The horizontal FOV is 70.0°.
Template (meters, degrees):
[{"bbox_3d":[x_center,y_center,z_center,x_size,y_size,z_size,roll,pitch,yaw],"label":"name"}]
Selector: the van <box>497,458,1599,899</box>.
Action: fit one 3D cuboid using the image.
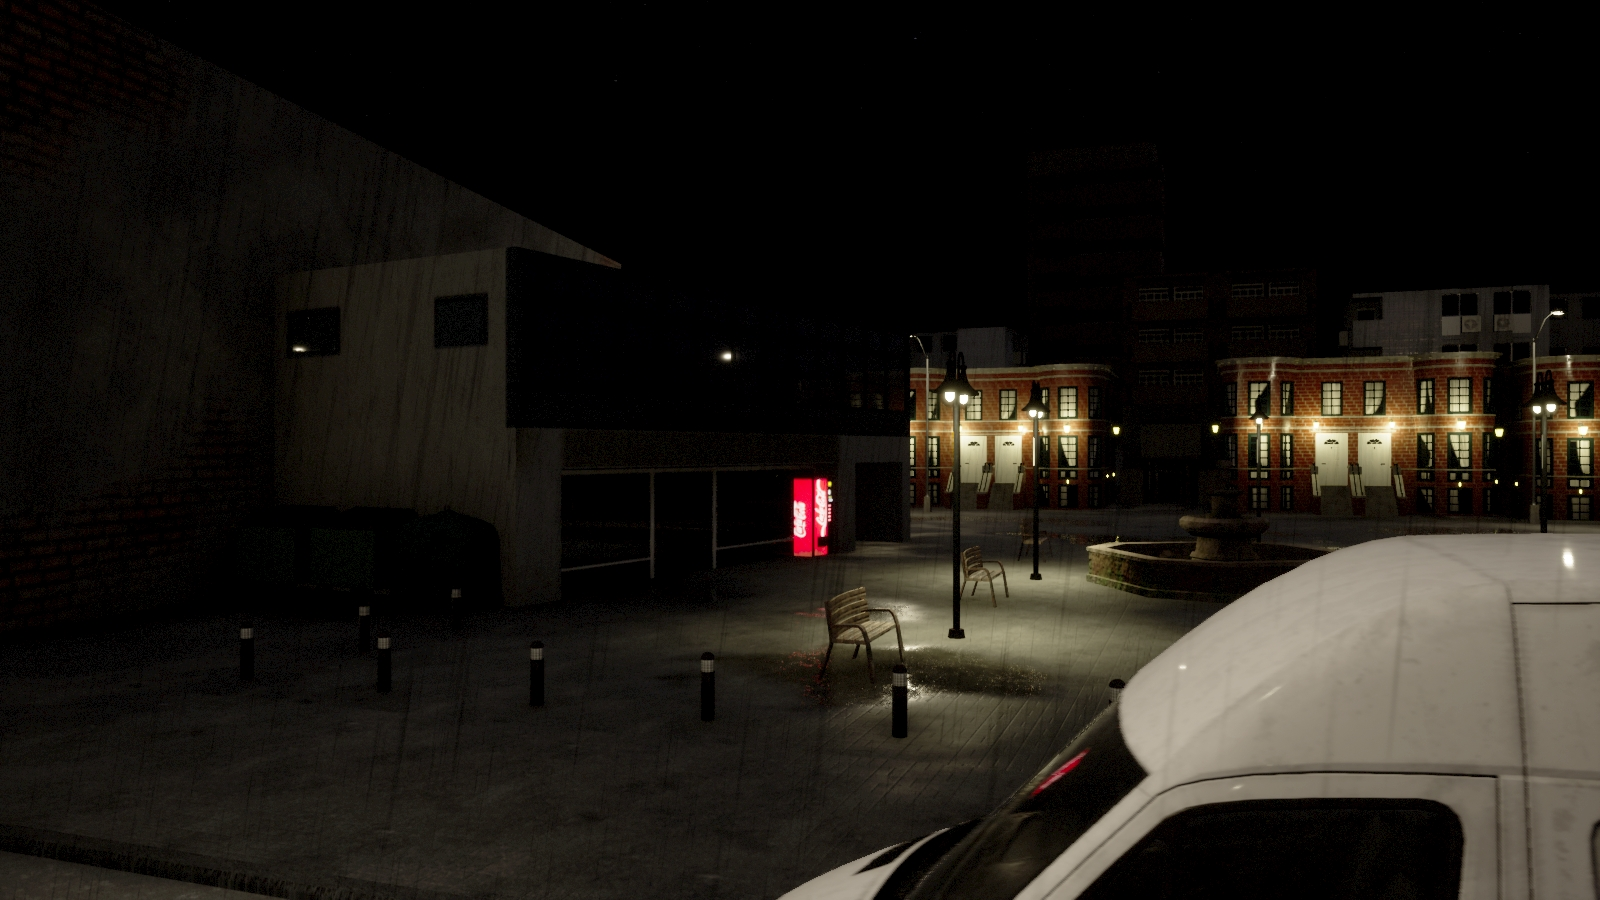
[{"bbox_3d":[2.306,1.314,3.003,5.915,2.561,1.988,0,0,20],"label":"van"}]
